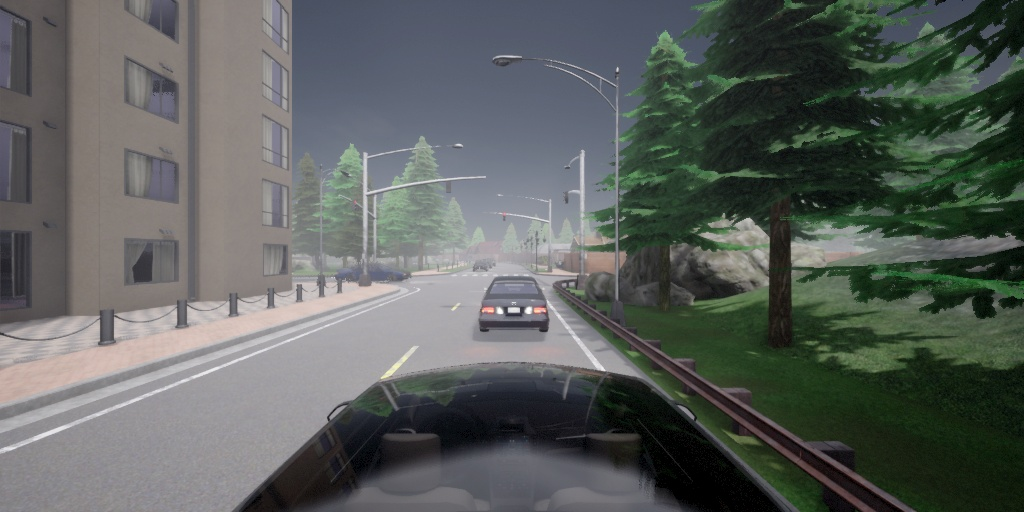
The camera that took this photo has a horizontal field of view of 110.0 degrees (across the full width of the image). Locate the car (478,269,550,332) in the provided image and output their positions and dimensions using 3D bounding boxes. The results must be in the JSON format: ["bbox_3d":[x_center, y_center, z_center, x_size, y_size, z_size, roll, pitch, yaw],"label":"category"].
[{"bbox_3d":[0.068,1.297,10.802,2.033,1.411,5.357,0,0,1],"label":"car"}]

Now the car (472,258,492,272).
[{"bbox_3d":[-3.999,1.225,46.360,1.837,1.490,4.892,0,0,0],"label":"car"}]

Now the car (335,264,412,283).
[{"bbox_3d":[-10.411,1.282,27.121,5.357,1.411,2.033,0,0,1],"label":"car"}]

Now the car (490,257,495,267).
[{"bbox_3d":[-4.053,1.224,55.824,1.837,1.490,4.892,0,0,0],"label":"car"}]
